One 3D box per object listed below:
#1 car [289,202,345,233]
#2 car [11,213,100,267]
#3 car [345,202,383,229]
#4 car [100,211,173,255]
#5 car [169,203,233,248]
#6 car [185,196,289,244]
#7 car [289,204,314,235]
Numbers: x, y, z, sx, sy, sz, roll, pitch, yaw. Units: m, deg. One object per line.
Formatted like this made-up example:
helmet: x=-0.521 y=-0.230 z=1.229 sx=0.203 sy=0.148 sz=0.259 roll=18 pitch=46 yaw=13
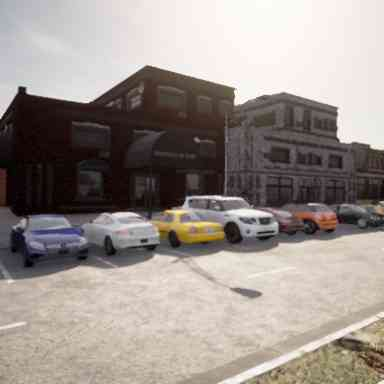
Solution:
car: x=6.114 y=1.393 z=19.620 sx=2.185 sy=1.767 sz=4.553 roll=1 pitch=0 yaw=-35
car: x=-5.120 y=1.500 z=11.667 sx=2.002 sy=1.452 sz=4.674 roll=0 pitch=0 yaw=-35
car: x=10.720 y=1.584 z=22.943 sx=2.231 sy=1.521 sz=4.892 roll=1 pitch=0 yaw=-35
car: x=-2.951 y=1.497 z=13.204 sx=2.002 sy=1.452 sz=4.674 roll=0 pitch=0 yaw=-35
car: x=-0.800 y=1.460 z=14.966 sx=1.946 sy=1.575 sz=5.366 roll=0 pitch=0 yaw=-35
car: x=1.589 y=1.223 z=16.403 sx=2.435 sy=2.045 sz=5.566 roll=0 pitch=0 yaw=-35
car: x=3.833 y=1.533 z=18.032 sx=2.002 sy=1.452 sz=4.674 roll=1 pitch=0 yaw=-35
